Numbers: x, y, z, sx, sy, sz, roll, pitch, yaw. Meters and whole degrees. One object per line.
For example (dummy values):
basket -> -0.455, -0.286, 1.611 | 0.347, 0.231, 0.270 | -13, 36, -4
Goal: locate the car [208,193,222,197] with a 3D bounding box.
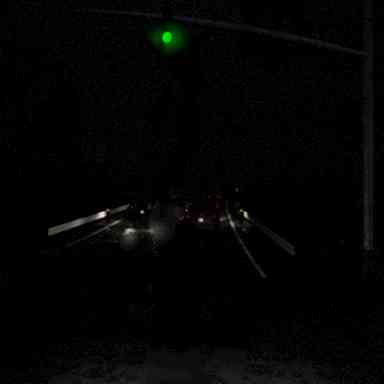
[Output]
car -> 3.392, 0.855, 49.509 | 1.812, 1.442, 4.674 | 0, -2, 6

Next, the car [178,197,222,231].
car -> 0.549, 1.247, 18.561 | 1.994, 1.385, 4.181 | 0, 3, 3

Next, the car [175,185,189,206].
car -> -1.918, 0.348, 33.049 | 2.150, 2.045, 5.566 | 0, 1, 5

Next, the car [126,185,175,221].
car -> -2.764, 0.693, 22.600 | 2.150, 2.045, 5.566 | 0, 3, 5

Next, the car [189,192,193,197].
car -> -0.831, 0.702, 43.619 | 2.033, 1.411, 5.357 | 0, -1, 7

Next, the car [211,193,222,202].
car -> 4.359, 1.055, 59.632 | 1.882, 1.535, 5.008 | 0, -1, 4
